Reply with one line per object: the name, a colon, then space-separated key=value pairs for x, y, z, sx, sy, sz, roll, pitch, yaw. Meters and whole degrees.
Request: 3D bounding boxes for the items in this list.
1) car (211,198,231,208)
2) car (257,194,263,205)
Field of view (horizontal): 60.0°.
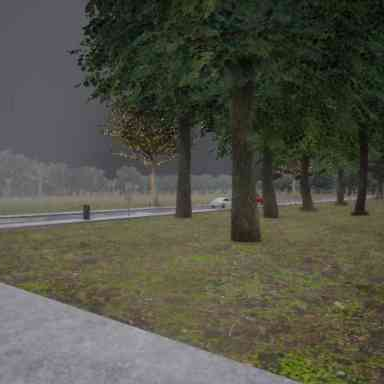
car: x=4.461 y=1.574 z=47.783 sx=1.812 sy=1.442 sz=4.674 roll=0 pitch=0 yaw=36
car: x=10.233 y=1.272 z=55.824 sx=2.150 sy=2.045 sz=5.566 roll=0 pitch=0 yaw=36
